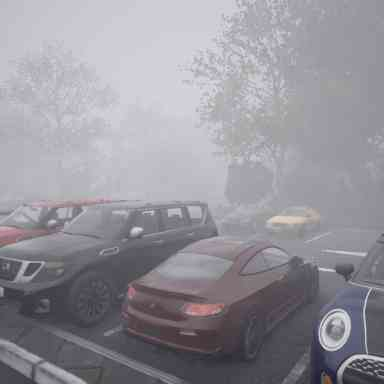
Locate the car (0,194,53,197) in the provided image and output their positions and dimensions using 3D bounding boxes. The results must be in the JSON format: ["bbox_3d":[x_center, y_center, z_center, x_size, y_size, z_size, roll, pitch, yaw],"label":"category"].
[{"bbox_3d":[-16.959,1.241,34.708,2.435,2.045,5.566,0,0,36],"label":"car"}]

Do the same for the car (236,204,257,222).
[{"bbox_3d":[3.583,1.486,20.071,2.231,1.521,4.892,0,0,36],"label":"car"}]

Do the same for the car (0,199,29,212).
[{"bbox_3d":[-21.476,1.535,37.967,2.002,1.452,4.674,0,0,36],"label":"car"}]

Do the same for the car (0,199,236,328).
[{"bbox_3d":[-1.459,1.232,7.556,2.435,2.045,5.566,0,0,36],"label":"car"}]

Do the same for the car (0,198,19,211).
[{"bbox_3d":[-23.642,1.500,39.512,2.097,1.535,5.008,0,0,36],"label":"car"}]

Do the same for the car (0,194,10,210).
[{"bbox_3d":[-25.923,1.254,41.114,2.435,2.045,5.566,0,0,36],"label":"car"}]

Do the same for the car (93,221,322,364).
[{"bbox_3d":[0.837,1.522,5.947,2.002,1.452,4.674,0,0,36],"label":"car"}]

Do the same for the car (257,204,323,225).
[{"bbox_3d":[5.731,1.481,18.301,1.946,1.575,5.366,0,0,36],"label":"car"}]

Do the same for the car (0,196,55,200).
[{"bbox_3d":[-3.739,1.232,9.186,2.435,2.045,5.566,0,0,36],"label":"car"}]

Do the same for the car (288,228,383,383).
[{"bbox_3d":[3.138,1.356,4.345,2.185,1.767,4.553,0,0,36],"label":"car"}]
